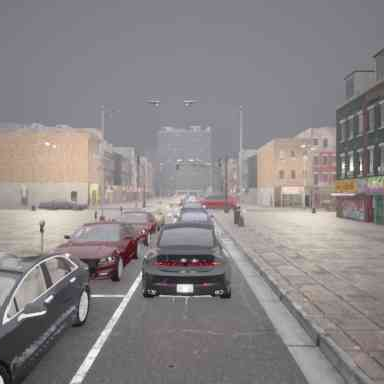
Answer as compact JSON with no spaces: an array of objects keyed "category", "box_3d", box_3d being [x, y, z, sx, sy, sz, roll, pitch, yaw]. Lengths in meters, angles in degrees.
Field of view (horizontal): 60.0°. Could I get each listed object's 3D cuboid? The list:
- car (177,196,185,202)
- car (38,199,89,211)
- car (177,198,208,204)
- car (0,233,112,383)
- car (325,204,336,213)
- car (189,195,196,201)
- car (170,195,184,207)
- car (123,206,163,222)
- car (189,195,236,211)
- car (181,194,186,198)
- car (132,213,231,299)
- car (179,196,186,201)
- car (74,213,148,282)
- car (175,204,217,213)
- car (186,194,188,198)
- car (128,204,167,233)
[{"category":"car","box_3d":[-2.581,1.699,79.825,1.752,1.417,4.829,0,0,0]},{"category":"car","box_3d":[-14.627,1.490,37.948,5.357,1.411,2.033,0,0,2]},{"category":"car","box_3d":[0.041,1.502,26.197,1.882,1.535,5.008,0,0,0]},{"category":"car","box_3d":[-2.630,1.552,4.336,2.008,1.369,4.403,0,0,0]},{"category":"car","box_3d":[18.644,1.862,41.012,4.181,1.385,1.994,1,0,0]},{"category":"car","box_3d":[0.064,1.728,93.696,1.837,1.490,4.892,0,0,0]},{"category":"car","box_3d":[-2.599,1.609,52.606,1.752,1.417,4.829,0,0,0]},{"category":"car","box_3d":[-2.623,1.554,15.325,1.887,1.381,4.507,0,0,0]},{"category":"car","box_3d":[2.673,1.318,40.943,5.566,2.045,2.150,1,0,0]},{"category":"car","box_3d":[-2.594,1.414,58.220,2.192,1.841,5.009,0,0,0]},{"category":"car","box_3d":[-0.071,1.508,8.484,1.837,1.490,4.892,0,0,1]},{"category":"car","box_3d":[-2.573,1.762,90.884,1.887,1.381,4.507,0,0,0]},{"category":"car","box_3d":[-2.626,1.549,9.830,1.887,1.381,4.507,0,0,0]},{"category":"car","box_3d":[0.104,1.536,15.928,1.812,1.442,4.674,0,0,0]},{"category":"car","box_3d":[0.056,1.674,73.328,1.812,1.442,4.674,0,0,0]},{"category":"car","box_3d":[-2.619,1.541,20.648,1.752,1.417,4.829,0,0,0]}]
